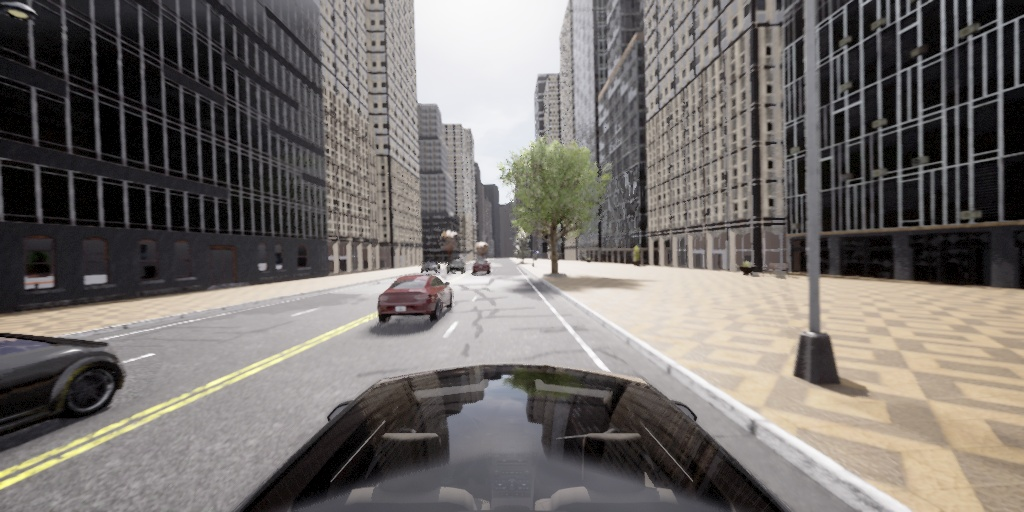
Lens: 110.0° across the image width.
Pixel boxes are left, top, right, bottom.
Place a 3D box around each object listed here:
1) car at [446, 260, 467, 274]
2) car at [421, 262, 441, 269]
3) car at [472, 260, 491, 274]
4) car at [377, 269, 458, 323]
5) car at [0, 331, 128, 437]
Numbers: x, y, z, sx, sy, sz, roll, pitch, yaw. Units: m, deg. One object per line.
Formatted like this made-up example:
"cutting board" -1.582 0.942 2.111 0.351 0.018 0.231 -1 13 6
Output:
"car" -7.058 1.257 45.734 2.097 1.767 4.553 -2 0 -1
"car" -10.304 1.433 45.660 1.994 1.385 4.181 -2 0 -1
"car" -3.687 1.240 44.226 2.097 1.767 4.553 -2 0 -1
"car" -3.277 1.376 12.751 1.812 1.442 4.674 -2 0 -1
"car" -6.602 1.500 3.437 1.994 1.385 4.181 -2 0 -1
